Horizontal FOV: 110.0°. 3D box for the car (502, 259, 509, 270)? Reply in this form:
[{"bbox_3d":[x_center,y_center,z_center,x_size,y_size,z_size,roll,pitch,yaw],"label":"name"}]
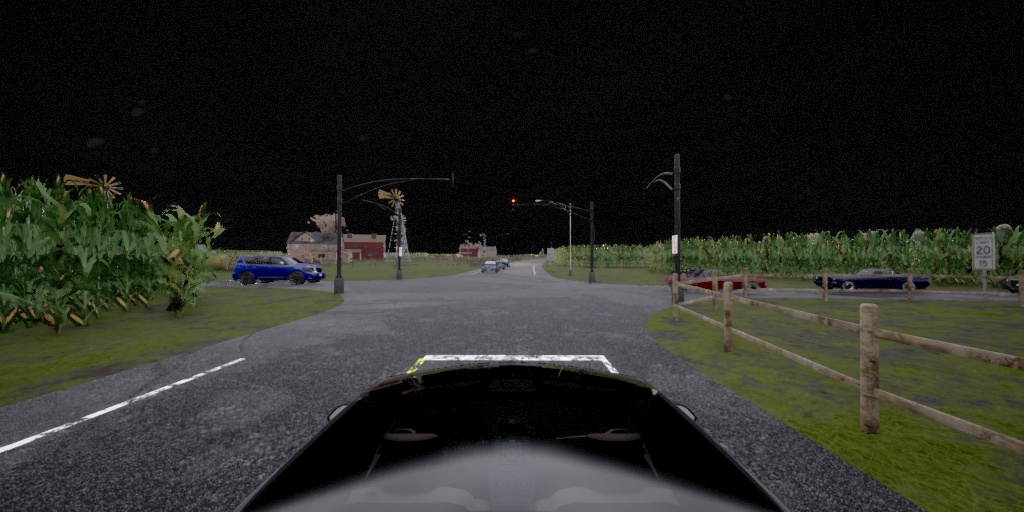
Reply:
[{"bbox_3d":[-2.057,1.311,53.915,1.994,1.385,4.181,0,0,5],"label":"car"}]

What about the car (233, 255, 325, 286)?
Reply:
[{"bbox_3d":[-15.896,0.949,24.583,5.566,2.045,2.150,0,-1,0],"label":"car"}]

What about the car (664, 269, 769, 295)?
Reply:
[{"bbox_3d":[10.951,1.354,19.427,4.718,1.301,1.895,0,-1,10],"label":"car"}]

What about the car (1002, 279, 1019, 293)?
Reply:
[{"bbox_3d":[29.352,1.380,19.022,4.181,1.385,1.994,0,-1,10],"label":"car"}]

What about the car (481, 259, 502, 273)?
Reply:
[{"bbox_3d":[-2.588,1.277,43.909,1.812,1.442,4.674,0,0,3],"label":"car"}]

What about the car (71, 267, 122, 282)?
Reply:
[{"bbox_3d":[-30.073,1.205,26.260,4.892,1.490,1.837,0,-1,10],"label":"car"}]

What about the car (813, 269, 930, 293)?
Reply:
[{"bbox_3d":[20.384,1.404,20.572,4.718,1.301,1.895,0,-1,9],"label":"car"}]
